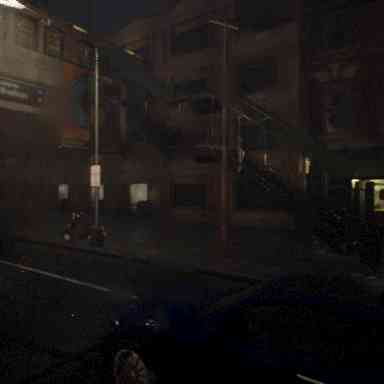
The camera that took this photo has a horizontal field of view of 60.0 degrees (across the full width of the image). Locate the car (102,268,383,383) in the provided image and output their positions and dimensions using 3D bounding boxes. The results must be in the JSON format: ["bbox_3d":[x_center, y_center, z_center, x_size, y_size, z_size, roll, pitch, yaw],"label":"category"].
[{"bbox_3d":[1.146,1.523,3.240,4.674,1.442,1.812,0,0,36],"label":"car"}]
